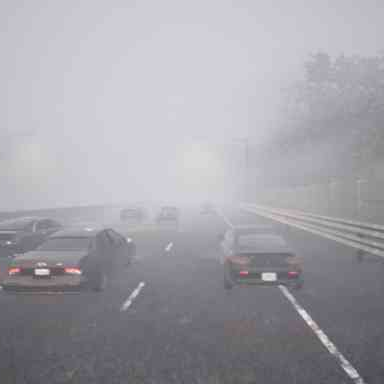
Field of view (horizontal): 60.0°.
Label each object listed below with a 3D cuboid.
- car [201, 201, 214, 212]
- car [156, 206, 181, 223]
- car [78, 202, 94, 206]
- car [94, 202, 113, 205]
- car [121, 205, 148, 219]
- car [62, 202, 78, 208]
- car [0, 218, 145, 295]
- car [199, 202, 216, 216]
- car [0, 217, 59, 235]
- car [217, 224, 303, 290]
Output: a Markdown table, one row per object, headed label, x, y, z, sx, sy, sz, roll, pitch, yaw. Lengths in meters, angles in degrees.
| label | x | y | z | sx | sy | sz | roll | pitch | yaw |
| --- | --- | --- | --- | --- | --- | --- | --- | --- | --- |
| car | 2.238 | 2.142 | 49.265 | 1.812 | 1.442 | 4.674 | -1 | -1 | 3 |
| car | -2.032 | 1.951 | 29.636 | 2.033 | 1.411 | 5.357 | -1 | -1 | 3 |
| car | -18.356 | 2.509 | 59.983 | 1.812 | 1.442 | 4.674 | -1 | -1 | 3 |
| car | -14.920 | 2.475 | 58.636 | 2.033 | 1.411 | 5.357 | -1 | -1 | 3 |
| car | -5.443 | 1.957 | 31.711 | 2.128 | 1.511 | 4.902 | -1 | -1 | 3 |
| car | -21.824 | 2.518 | 60.385 | 2.128 | 1.511 | 4.902 | -1 | -1 | 3 |
| car | -2.921 | 1.697 | 9.254 | 2.033 | 1.411 | 5.357 | -1 | -1 | 2 |
| car | 1.853 | 2.028 | 38.754 | 2.033 | 1.411 | 5.357 | -1 | -1 | 3 |
| car | -6.252 | 1.740 | 13.170 | 1.837 | 1.490 | 4.892 | -1 | -1 | 2 |
| car | 1.708 | 1.627 | 9.244 | 1.812 | 1.442 | 4.674 | -1 | -1 | 3 |
